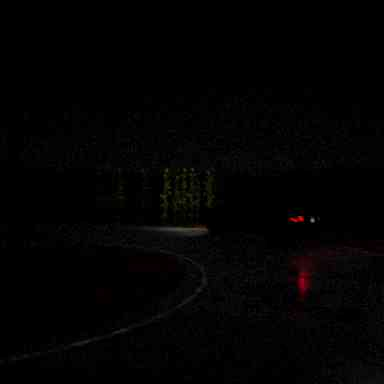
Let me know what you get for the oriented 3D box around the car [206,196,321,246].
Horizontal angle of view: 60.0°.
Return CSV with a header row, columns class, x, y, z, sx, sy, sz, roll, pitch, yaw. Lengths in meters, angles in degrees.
class,x,y,z,sx,sy,sz,roll,pitch,yaw
car,3.135,1.223,15.590,2.150,2.045,5.566,2,-1,-42
